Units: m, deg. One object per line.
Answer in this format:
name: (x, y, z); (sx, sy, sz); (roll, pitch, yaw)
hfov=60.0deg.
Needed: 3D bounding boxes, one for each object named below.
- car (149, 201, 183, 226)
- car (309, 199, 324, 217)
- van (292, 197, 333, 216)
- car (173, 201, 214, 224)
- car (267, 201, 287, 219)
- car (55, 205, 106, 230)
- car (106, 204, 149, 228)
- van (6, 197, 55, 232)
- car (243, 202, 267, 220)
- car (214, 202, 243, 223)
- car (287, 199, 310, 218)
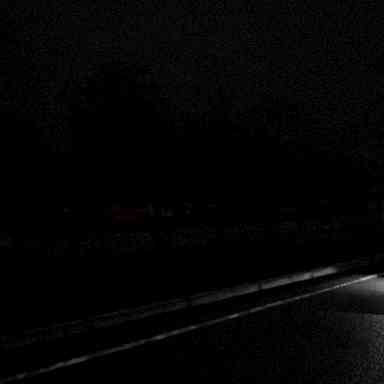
car: (-3.003, 1.622, 24.568); (2.002, 1.452, 4.674); (1, 0, -36)
car: (10.523, 1.755, 34.281); (2.163, 1.488, 4.792); (1, 0, -36)
van: (12.866, 1.524, 35.777); (1.878, 1.987, 4.442); (1, 0, -36)
car: (-0.764, 1.480, 26.211); (2.185, 1.767, 4.553); (1, 0, -36)
car: (6.007, 1.706, 31.051); (2.163, 1.488, 4.792); (1, 0, -36)
car: (-7.519, 1.576, 21.337); (2.002, 1.452, 4.674); (1, 0, -36)
car: (-5.259, 1.559, 22.951); (2.097, 1.535, 5.008); (1, 0, -36)
van: (-9.844, 1.288, 19.821); (1.878, 1.987, 4.442); (1, 0, -36)
car: (3.771, 1.654, 29.409); (2.231, 1.521, 4.892); (1, 0, -36)
car: (1.507, 1.629, 27.804); (2.097, 1.535, 5.008); (1, 0, -36)
car: (8.389, 1.698, 32.491); (1.946, 1.575, 5.366); (1, 0, -36)
